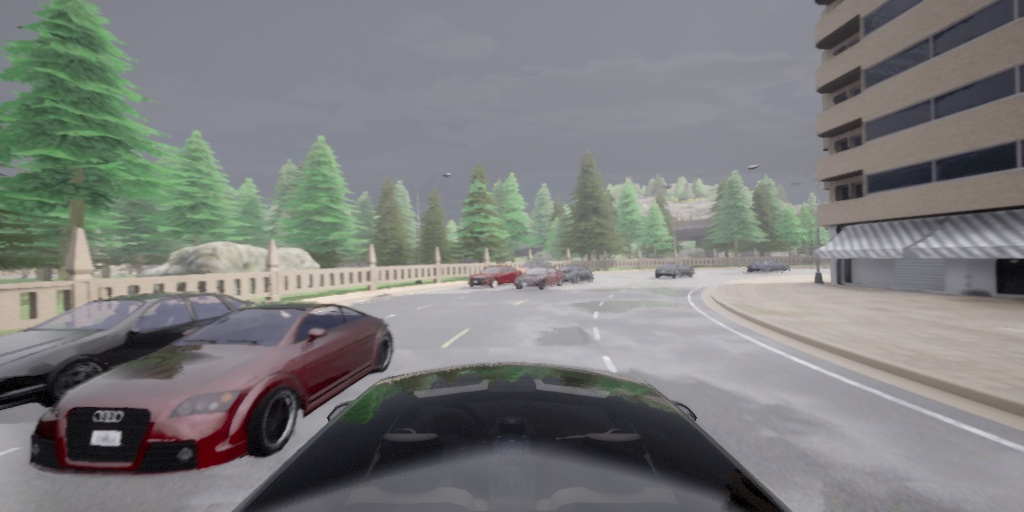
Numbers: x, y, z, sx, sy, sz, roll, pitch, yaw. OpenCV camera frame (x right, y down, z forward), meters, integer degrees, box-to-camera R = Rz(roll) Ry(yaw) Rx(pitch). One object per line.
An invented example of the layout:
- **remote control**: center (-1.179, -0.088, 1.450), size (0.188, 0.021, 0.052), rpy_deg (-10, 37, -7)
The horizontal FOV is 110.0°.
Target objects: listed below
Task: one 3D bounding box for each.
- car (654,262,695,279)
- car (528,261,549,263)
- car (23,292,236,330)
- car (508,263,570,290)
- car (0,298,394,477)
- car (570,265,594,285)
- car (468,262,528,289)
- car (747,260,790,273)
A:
- **car**: center (14.556, 1.254, 32.043), size (4.181, 1.385, 1.994), rpy_deg (-1, 0, -38)
- **car**: center (1.689, 1.220, 29.085), size (2.097, 1.767, 4.553), rpy_deg (-1, 0, 38)
- **car**: center (-6.816, 1.426, 6.733), size (2.033, 1.411, 5.357), rpy_deg (-1, 0, 4)
- **car**: center (1.904, 1.398, 23.515), size (1.812, 1.442, 4.674), rpy_deg (-1, 0, 30)
- **car**: center (-3.318, 1.381, 5.059), size (1.994, 1.385, 4.181), rpy_deg (-1, 0, 5)
- **car**: center (4.530, 1.375, 27.101), size (1.994, 1.385, 4.181), rpy_deg (-1, 0, 38)
- **car**: center (-1.102, 1.405, 25.280), size (1.882, 1.535, 5.008), rpy_deg (-1, 0, 30)
- **car**: center (27.523, 1.094, 38.523), size (4.181, 1.385, 1.994), rpy_deg (-1, 0, -15)
